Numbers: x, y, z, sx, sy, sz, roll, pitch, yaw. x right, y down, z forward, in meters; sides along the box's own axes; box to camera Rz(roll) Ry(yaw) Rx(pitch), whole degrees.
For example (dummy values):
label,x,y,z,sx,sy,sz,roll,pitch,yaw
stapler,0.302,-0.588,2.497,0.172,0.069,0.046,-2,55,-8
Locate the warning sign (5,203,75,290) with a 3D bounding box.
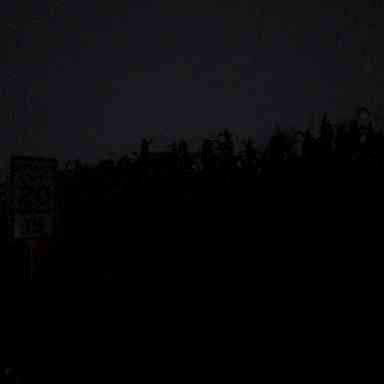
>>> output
label,x,y,z,sx,sy,sz,roll,pitch,yaw
warning sign,-3.659,1.199,7.994,1.300,1.860,1.060,1,-1,-36
